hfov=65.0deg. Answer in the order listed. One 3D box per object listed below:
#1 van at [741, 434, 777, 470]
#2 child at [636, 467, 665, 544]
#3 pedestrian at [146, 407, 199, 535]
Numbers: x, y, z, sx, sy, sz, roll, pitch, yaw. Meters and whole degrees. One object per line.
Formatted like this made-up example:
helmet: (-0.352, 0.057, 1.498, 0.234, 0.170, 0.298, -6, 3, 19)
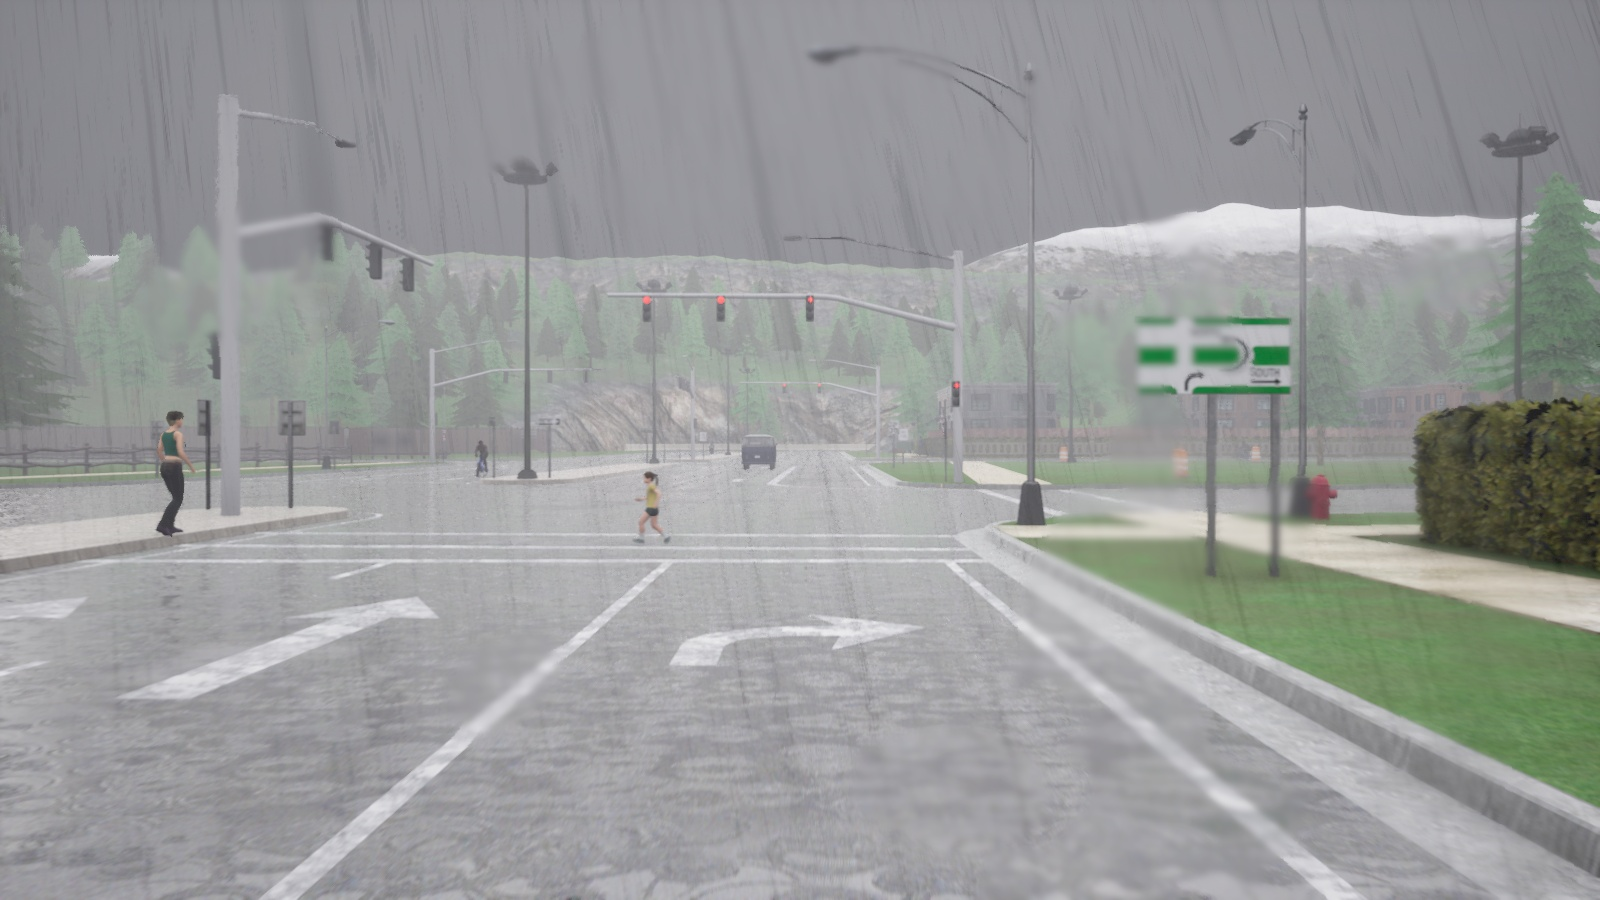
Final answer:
van: (-2.277, 0.101, 70.391, 1.775, 1.987, 4.442, 0, 0, 1)
child: (-2.174, 0.810, 18.299, 0.394, 1.110, 0.255, 0, 0, 0)
pedestrian: (-9.145, 0.295, 18.300, 0.345, 1.836, 0.594, 0, 0, 37)
